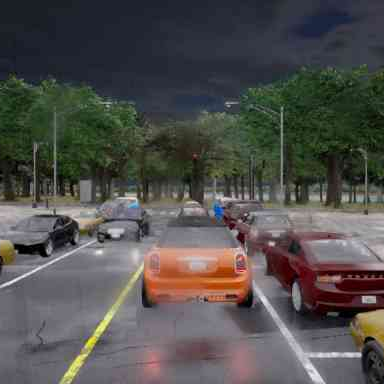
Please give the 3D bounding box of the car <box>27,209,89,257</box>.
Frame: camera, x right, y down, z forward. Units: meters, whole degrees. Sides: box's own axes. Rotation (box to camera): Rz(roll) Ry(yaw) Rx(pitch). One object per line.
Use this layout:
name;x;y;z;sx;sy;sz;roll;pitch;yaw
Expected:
car;-5.753;1.567;12.869;1.947;1.339;4.313;0;0;0

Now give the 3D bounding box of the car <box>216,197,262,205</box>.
car;2.776;1.317;18.299;2.192;1.841;5.009;0;0;0

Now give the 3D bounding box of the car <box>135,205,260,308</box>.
car;0.106;1.352;8.096;2.097;1.767;4.553;0;0;0

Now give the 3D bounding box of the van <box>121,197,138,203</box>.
van;-5.739;1.345;29.182;1.690;1.788;3.998;0;0;0

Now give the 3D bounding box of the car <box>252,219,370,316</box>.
car;2.767;1.545;7.424;1.887;1.381;4.507;0;0;0

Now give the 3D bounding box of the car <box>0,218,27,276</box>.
car;-5.758;1.525;7.261;1.752;1.417;4.829;0;0;0

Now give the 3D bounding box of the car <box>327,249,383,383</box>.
car;2.762;1.525;2.156;1.752;1.417;4.829;0;0;0

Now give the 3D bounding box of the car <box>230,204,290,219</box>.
car;2.772;1.441;12.861;1.967;1.590;4.097;0;0;0

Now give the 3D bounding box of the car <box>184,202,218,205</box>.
car;0.113;1.493;17.310;2.128;1.511;4.902;0;0;0

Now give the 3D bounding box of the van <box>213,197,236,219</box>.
van;2.786;1.345;29.174;1.690;1.788;3.998;0;0;0

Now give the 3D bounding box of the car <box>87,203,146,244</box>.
car;-3.067;1.492;15.853;2.128;1.511;4.902;0;0;0

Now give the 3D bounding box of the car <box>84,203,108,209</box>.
car;-5.749;1.527;18.136;1.752;1.417;4.829;0;0;0

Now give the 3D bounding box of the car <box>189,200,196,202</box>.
car;0.021;1.460;27.255;1.801;1.575;5.366;0;0;1

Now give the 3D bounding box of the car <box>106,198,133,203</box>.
car;-5.744;1.443;23.744;1.967;1.590;4.097;0;0;0
